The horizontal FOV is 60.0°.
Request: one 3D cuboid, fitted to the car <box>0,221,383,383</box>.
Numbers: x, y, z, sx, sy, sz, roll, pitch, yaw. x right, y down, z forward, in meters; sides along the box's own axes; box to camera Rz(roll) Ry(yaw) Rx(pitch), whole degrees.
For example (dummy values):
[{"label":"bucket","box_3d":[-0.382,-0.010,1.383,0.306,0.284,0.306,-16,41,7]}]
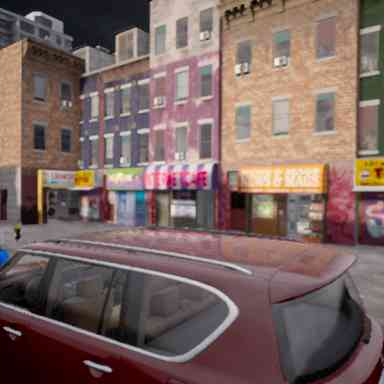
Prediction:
[{"label":"car","box_3d":[-0.796,1.300,3.371,5.009,1.841,2.192,0,0,35]}]
